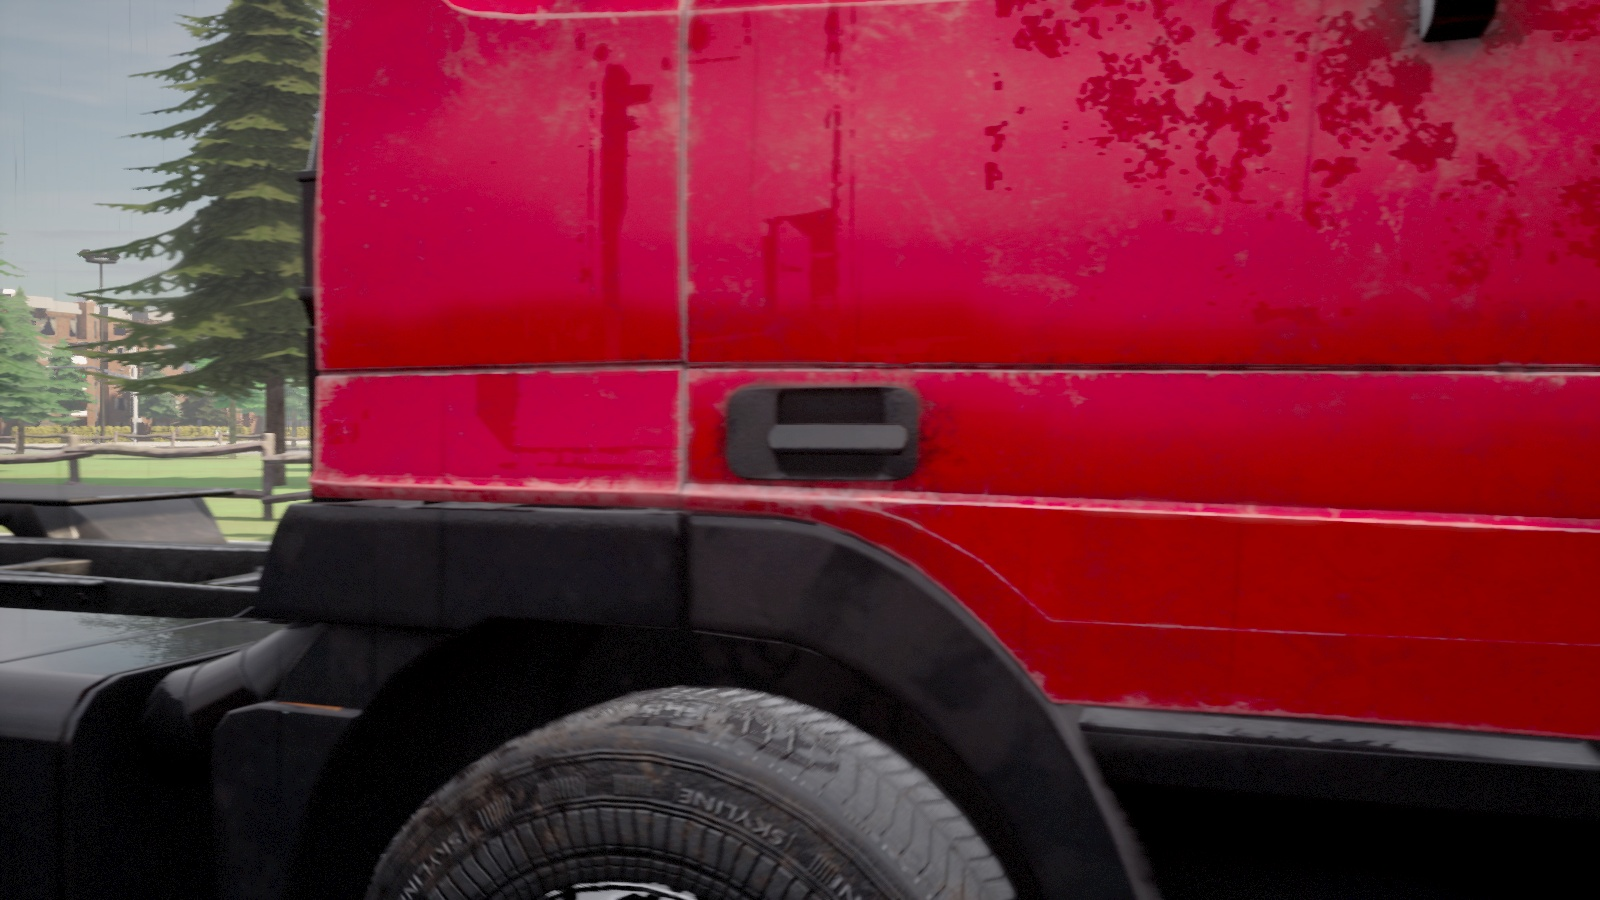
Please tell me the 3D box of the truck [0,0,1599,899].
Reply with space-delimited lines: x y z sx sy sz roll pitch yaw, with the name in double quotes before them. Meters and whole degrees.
"truck" -2.095 -0.234 3.883 7.936 3.462 2.891 1 1 19
